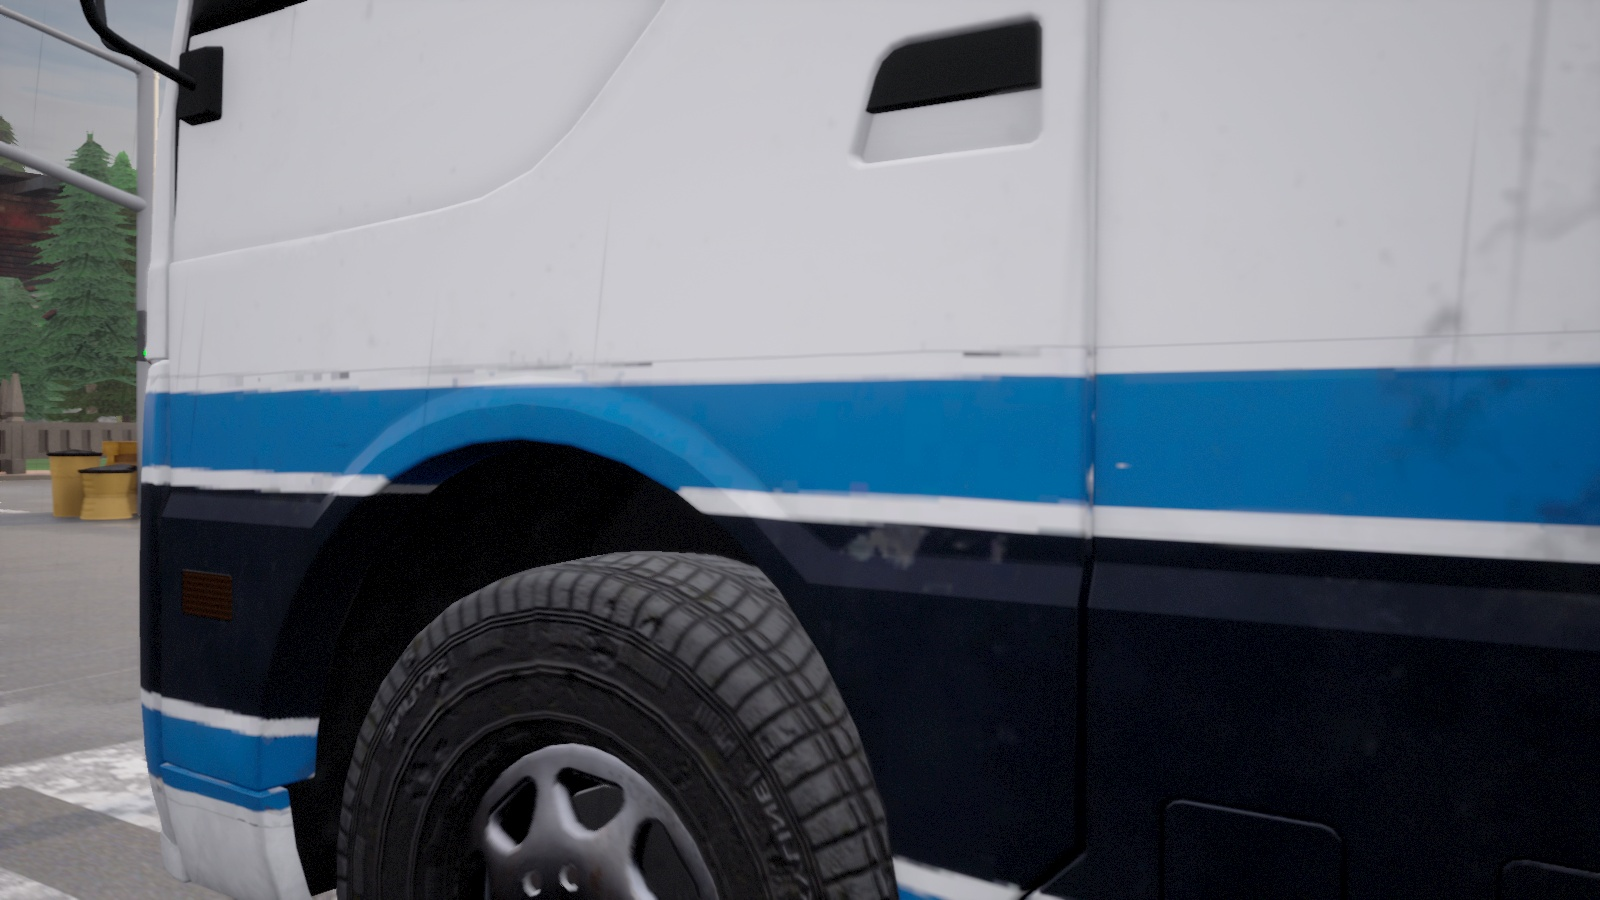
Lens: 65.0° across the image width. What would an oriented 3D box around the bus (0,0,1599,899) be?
[{"bbox_3d":[2.955,-0.697,1.633,10.273,4.253,3.944,0,1,34],"label":"bus"}]
